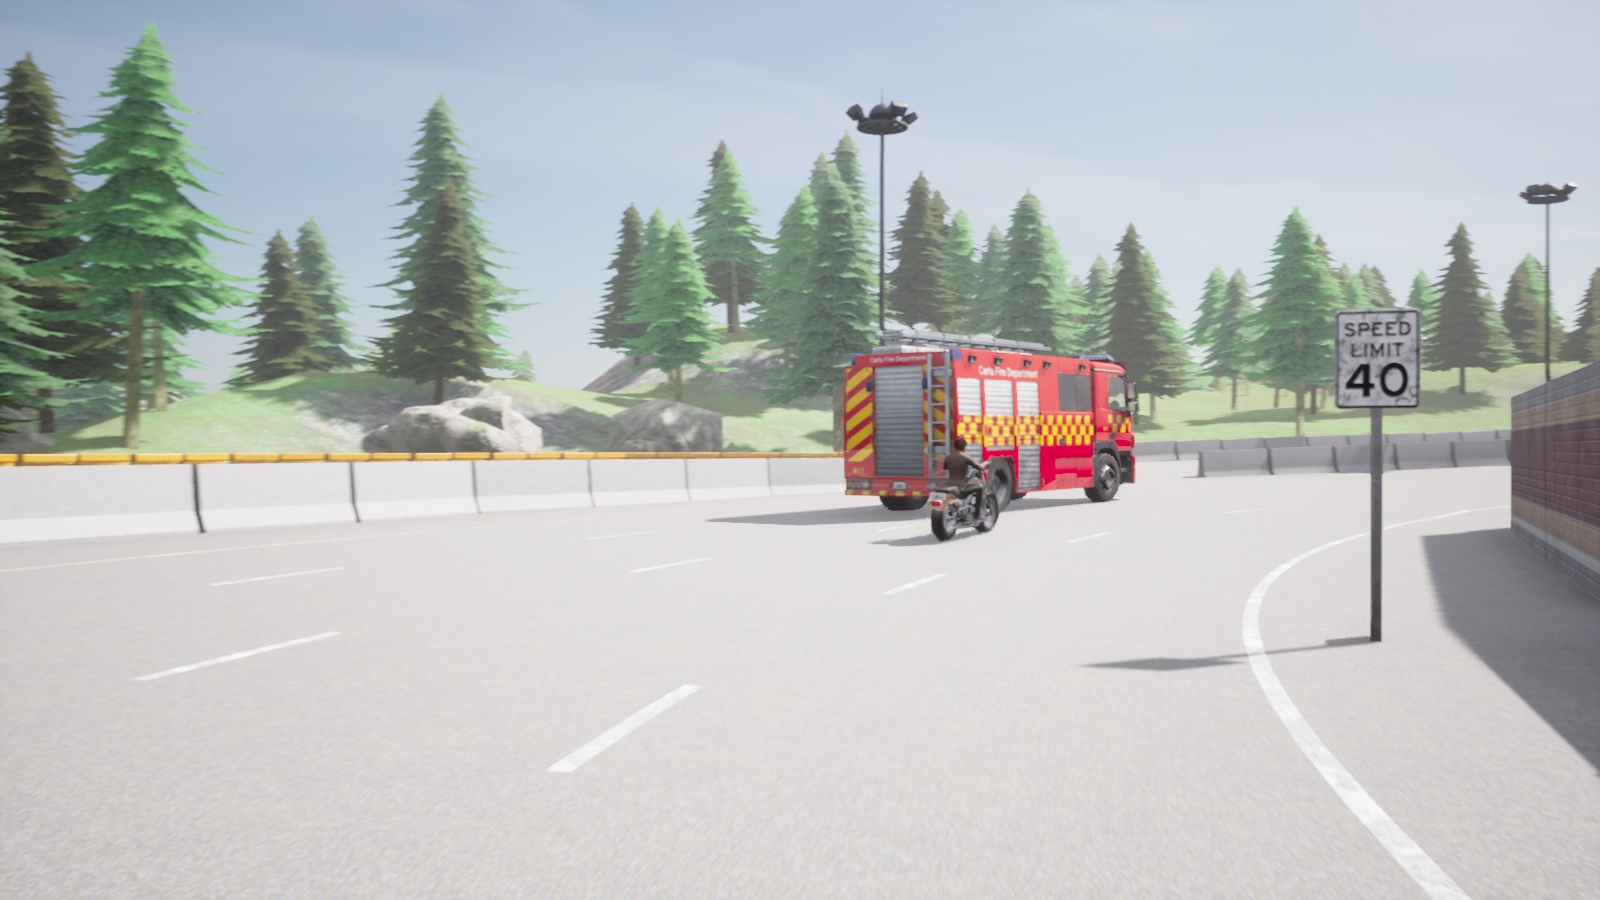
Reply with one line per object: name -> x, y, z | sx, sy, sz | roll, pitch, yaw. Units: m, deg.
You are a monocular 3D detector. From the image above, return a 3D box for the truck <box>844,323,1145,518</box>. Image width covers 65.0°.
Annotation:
truck -> 4.744, -0.627, 28.830 | 2.891, 3.827, 8.468 | 0, 1, 39

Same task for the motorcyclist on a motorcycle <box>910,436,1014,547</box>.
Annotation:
motorcyclist on a motorcycle -> 2.640, 0.615, 20.185 | 0.766, 1.649, 2.350 | 1, 1, 31
